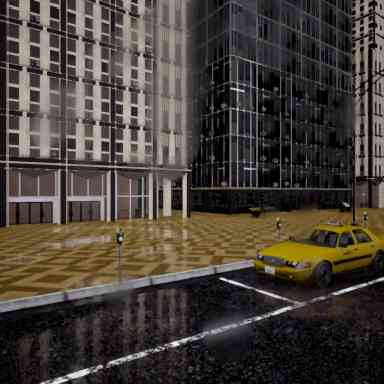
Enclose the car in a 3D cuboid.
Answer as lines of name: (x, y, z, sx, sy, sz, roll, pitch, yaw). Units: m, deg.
car: (3.800, 1.526, 9.253, 4.829, 1.417, 1.752, 0, 0, -35)
